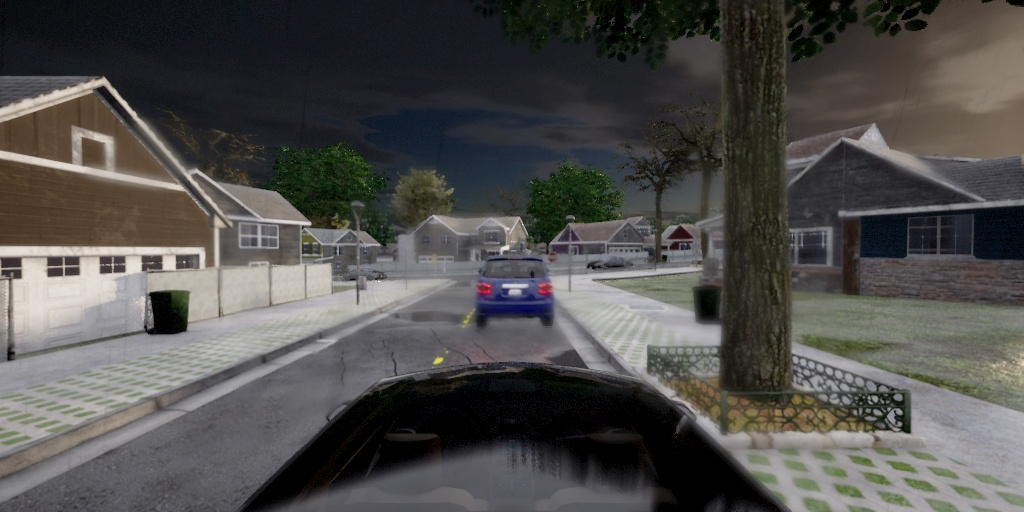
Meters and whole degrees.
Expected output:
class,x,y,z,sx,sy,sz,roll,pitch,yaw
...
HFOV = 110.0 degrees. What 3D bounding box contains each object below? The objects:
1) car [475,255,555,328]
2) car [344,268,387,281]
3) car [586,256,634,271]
class,x,y,z,sx,sy,sz,roll,pitch,yaw
car,0.070,0.980,11.603,2.150,2.045,5.566,0,0,0
car,-14.678,1.882,35.990,4.181,1.385,1.994,-2,0,21
car,10.706,0.756,39.027,5.357,1.411,2.033,-3,2,-25
